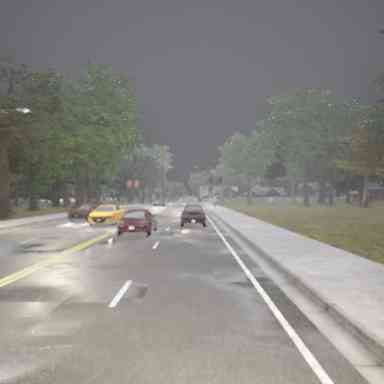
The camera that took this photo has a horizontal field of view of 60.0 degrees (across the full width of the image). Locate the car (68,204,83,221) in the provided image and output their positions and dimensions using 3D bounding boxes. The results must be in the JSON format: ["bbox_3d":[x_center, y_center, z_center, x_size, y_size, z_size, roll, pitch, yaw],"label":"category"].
[{"bbox_3d":[-9.847,1.808,30.817,1.882,1.535,5.008,0,-1,0],"label":"car"}]

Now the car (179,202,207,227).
[{"bbox_3d":[0.099,1.776,25.450,1.837,1.490,4.892,0,0,0],"label":"car"}]

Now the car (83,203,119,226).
[{"bbox_3d":[-6.599,1.754,26.034,1.882,1.535,5.008,0,-1,0],"label":"car"}]

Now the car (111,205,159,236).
[{"bbox_3d":[-3.150,1.730,19.583,1.812,1.442,4.674,0,-1,0],"label":"car"}]

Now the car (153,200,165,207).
[{"bbox_3d":[-6.514,2.343,66.486,1.994,1.385,4.181,0,-1,0],"label":"car"}]
